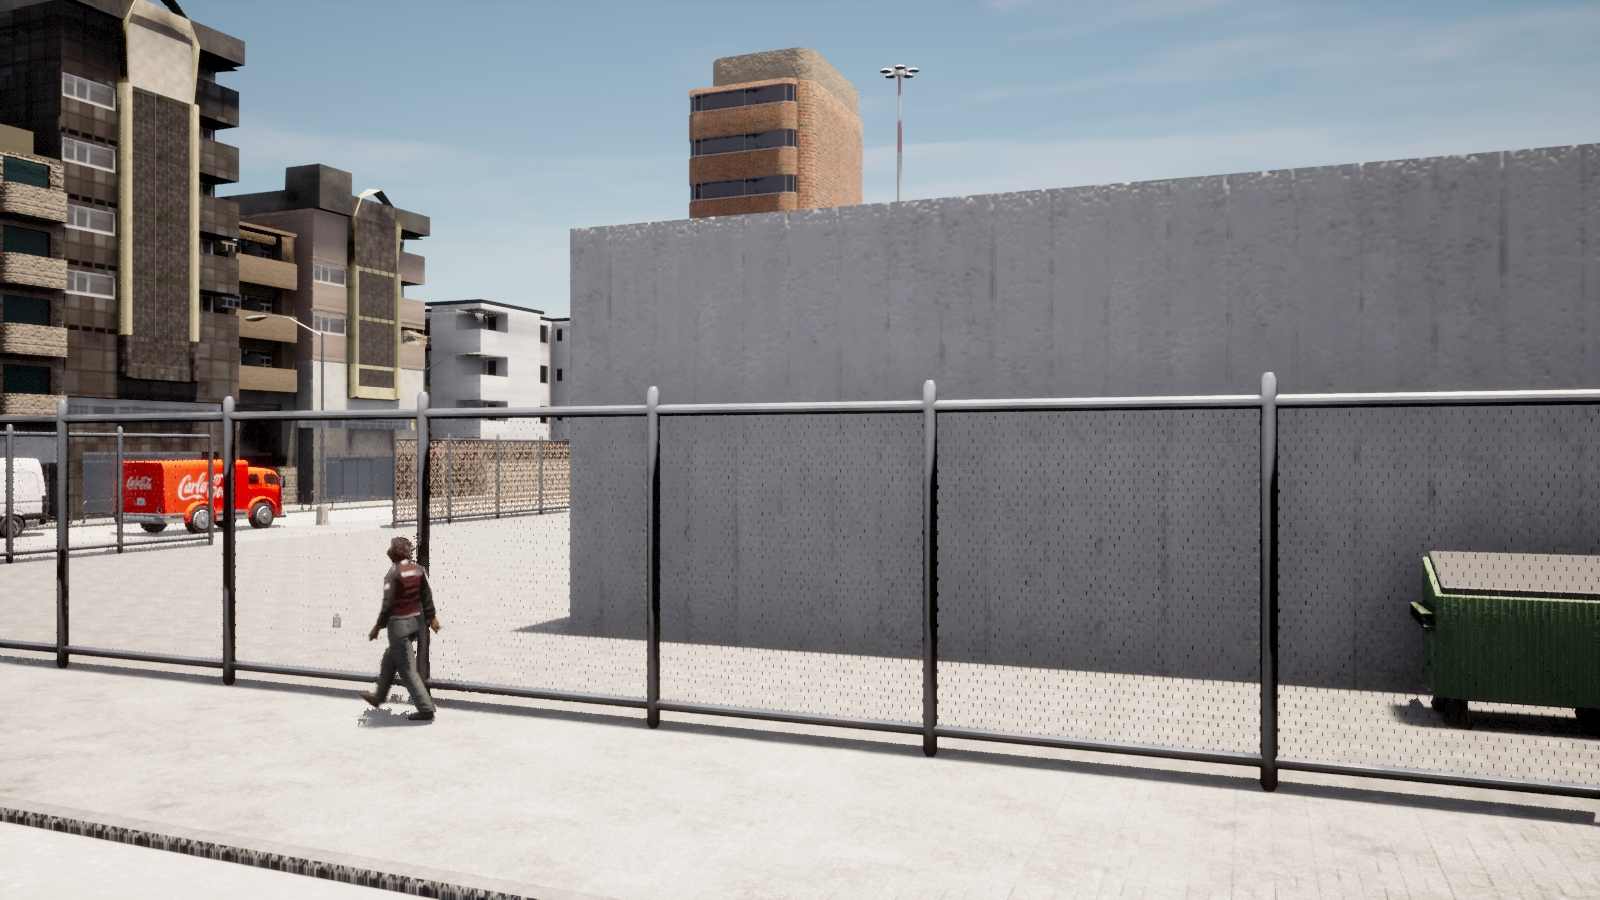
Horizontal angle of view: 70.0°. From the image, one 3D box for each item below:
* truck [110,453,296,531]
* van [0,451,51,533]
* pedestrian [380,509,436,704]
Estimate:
[{"bbox_3d":[-20.490,1.348,39.516,2.627,2.467,5.204,0,0,23],"label":"truck"},{"bbox_3d":[-26.517,1.314,35.024,1.988,2.561,5.915,0,0,21],"label":"van"},{"bbox_3d":[-3.876,1.524,11.301,0.375,1.860,0.375,0,0,22],"label":"pedestrian"}]
